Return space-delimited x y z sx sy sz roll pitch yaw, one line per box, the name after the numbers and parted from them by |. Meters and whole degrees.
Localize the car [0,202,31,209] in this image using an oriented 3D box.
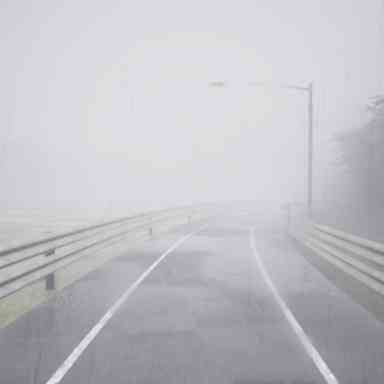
-23.722 1.461 44.526 1.994 1.385 4.181 0 -1 44 | car

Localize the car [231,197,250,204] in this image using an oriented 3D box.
11.318 2.021 80.420 2.097 1.767 4.553 0 -1 44 | car

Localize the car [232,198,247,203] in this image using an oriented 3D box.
13.314 2.343 92.484 1.812 1.442 4.674 0 -1 44 | car

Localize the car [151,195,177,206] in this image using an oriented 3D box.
-4.870 1.816 63.837 1.837 1.490 4.892 0 -1 44 | car

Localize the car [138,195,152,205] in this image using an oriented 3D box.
-7.370 1.548 66.284 2.150 2.045 5.566 0 -1 44 | car
